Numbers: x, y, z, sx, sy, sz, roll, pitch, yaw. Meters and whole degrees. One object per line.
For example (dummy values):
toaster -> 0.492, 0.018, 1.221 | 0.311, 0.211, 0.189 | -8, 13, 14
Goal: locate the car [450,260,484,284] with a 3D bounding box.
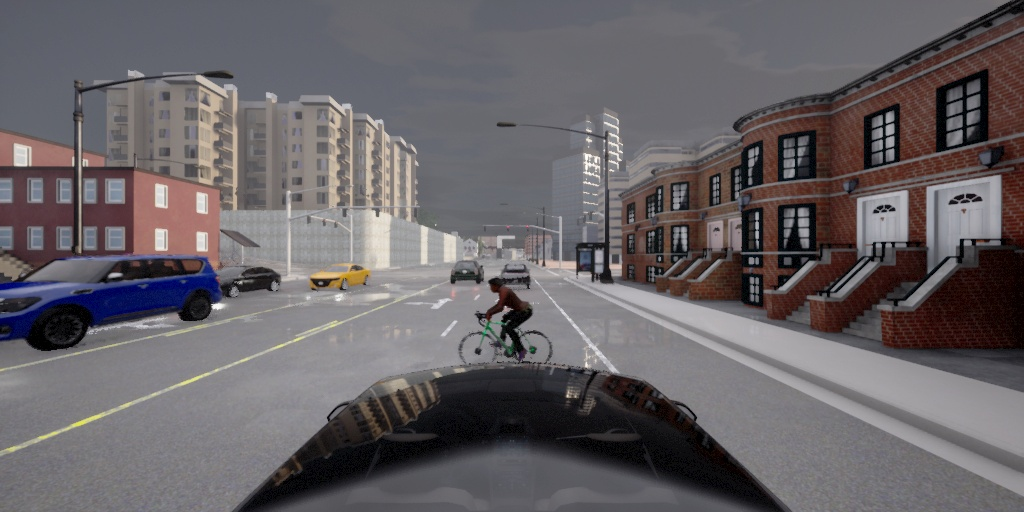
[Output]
car -> -3.279, 1.100, 27.007 | 2.097, 1.767, 4.553 | 0, 0, 0

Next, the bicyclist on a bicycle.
bicyclist on a bicycle -> -0.120, 1.202, 6.305 | 1.656, 1.620, 0.582 | -1, 0, 0

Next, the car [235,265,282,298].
car -> -13.998, 1.255, 18.379 | 1.837, 1.490, 4.892 | 0, 0, 0

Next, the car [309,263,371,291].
car -> -10.458, 1.226, 22.169 | 1.882, 1.535, 5.008 | 0, 0, 1

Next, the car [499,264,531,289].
car -> 0.213, 1.240, 23.208 | 2.128, 1.511, 4.902 | 0, 0, 0

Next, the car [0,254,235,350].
car -> -10.565, 0.970, 9.381 | 2.150, 2.045, 5.566 | 0, 0, 0
